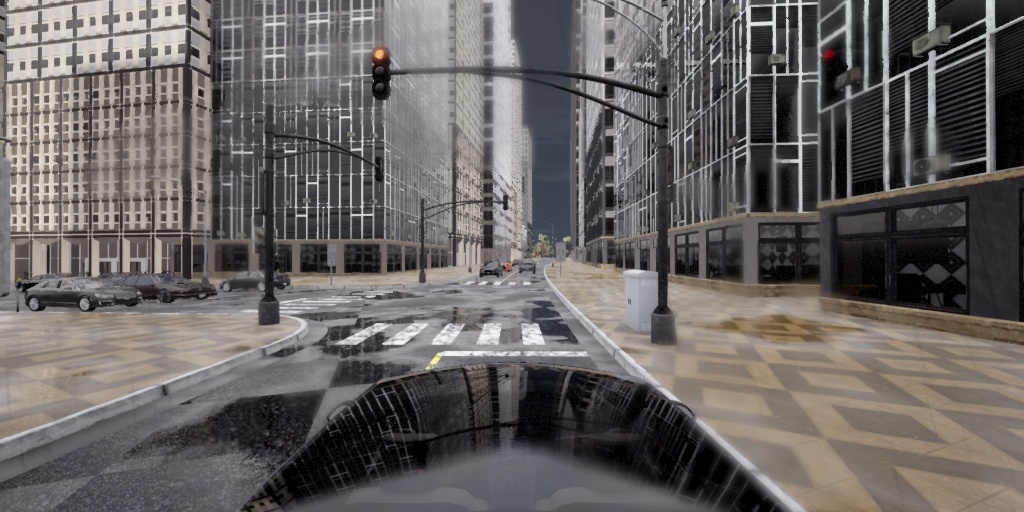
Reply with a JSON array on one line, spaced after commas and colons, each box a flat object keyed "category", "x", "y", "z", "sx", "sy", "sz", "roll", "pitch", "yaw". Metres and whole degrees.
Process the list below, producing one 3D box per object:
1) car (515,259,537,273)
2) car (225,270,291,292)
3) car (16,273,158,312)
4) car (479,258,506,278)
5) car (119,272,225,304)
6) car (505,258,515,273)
[{"category": "car", "x": 1.880, "y": 1.214, "z": 42.133, "sx": 2.128, "sy": 1.511, "sz": 4.902, "roll": 0, "pitch": 0, "yaw": 5}, {"category": "car", "x": -16.815, "y": 1.610, "z": 23.505, "sx": 4.403, "sy": 1.370, "sz": 2.007, "roll": 0, "pitch": 0, "yaw": 9}, {"category": "car", "x": -18.127, "y": 1.567, "z": 15.228, "sx": 4.403, "sy": 1.370, "sz": 2.007, "roll": 0, "pitch": 0, "yaw": 9}, {"category": "car", "x": -1.924, "y": 1.238, "z": 34.207, "sx": 1.837, "sy": 1.490, "sz": 4.892, "roll": 0, "pitch": 0, "yaw": 4}, {"category": "car", "x": -17.619, "y": 1.575, "z": 17.773, "sx": 5.357, "sy": 1.411, "sz": 2.033, "roll": -1, "pitch": 0, "yaw": 9}, {"category": "car", "x": -1.183, "y": 1.074, "z": 43.786, "sx": 2.097, "sy": 1.767, "sz": 4.553, "roll": 0, "pitch": 0, "yaw": 5}]
